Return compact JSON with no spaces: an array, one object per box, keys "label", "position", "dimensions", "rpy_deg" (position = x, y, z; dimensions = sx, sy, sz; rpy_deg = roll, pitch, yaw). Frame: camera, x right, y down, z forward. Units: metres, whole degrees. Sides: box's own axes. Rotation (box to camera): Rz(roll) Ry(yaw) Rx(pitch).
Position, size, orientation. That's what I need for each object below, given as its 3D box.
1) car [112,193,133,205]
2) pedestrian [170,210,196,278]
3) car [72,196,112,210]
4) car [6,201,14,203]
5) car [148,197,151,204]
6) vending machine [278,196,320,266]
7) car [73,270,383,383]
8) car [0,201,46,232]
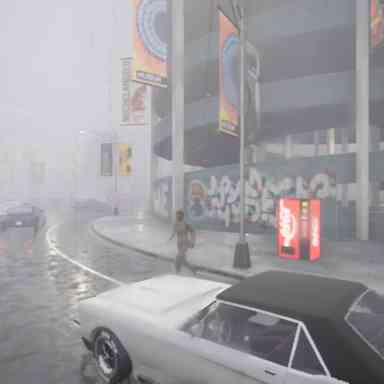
[{"label":"car","position":[-12.707,1.219,58.214],"dimensions":[2.150,2.045,5.566],"rpy_deg":[0,0,31]},{"label":"pedestrian","position":[-0.238,1.294,8.375],"dimensions":[0.375,1.860,0.375],"rpy_deg":[0,0,-43]},{"label":"car","position":[-12.881,1.543,42.354],"dimensions":[2.033,1.411,5.357],"rpy_deg":[0,0,20]},{"label":"car","position":[-14.919,1.523,28.324],"dimensions":[1.812,1.442,4.674],"rpy_deg":[0,0,-2]},{"label":"car","position":[-5.893,1.224,62.739],"dimensions":[2.150,2.045,5.566],"rpy_deg":[0,0,31]},{"label":"vending machine","position":[3.482,1.195,10.820],"dimensions":[0.880,2.100,1.100],"rpy_deg":[0,0,45]},{"label":"car","position":[0.757,1.600,3.670],"dimensions":[4.718,1.301,1.895],"rpy_deg":[0,0,38]},{"label":"car","position":[-10.099,1.523,20.210],"dimensions":[1.812,1.442,4.674],"rpy_deg":[0,0,-18]}]
